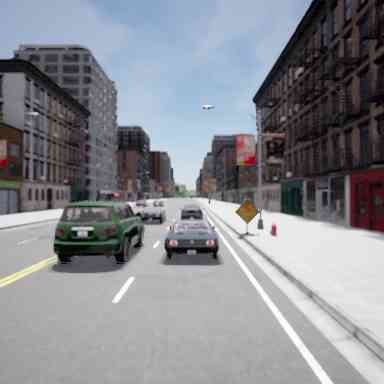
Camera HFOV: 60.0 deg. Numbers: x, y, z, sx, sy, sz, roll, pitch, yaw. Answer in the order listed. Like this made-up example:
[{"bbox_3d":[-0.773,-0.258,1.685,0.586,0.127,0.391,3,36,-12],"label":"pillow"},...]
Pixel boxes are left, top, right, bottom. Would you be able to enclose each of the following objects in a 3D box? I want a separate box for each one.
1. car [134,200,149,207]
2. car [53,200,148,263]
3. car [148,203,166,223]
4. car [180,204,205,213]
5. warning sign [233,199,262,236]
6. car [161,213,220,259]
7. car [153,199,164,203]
[{"bbox_3d":[-9.782,2.215,64.915,2.033,1.411,5.357,0,-1,0],"label":"car"},{"bbox_3d":[-3.247,1.355,12.590,2.150,2.045,5.566,0,0,0],"label":"car"},{"bbox_3d":[-3.246,1.891,28.248,1.895,1.301,4.718,0,-1,0],"label":"car"},{"bbox_3d":[0.008,1.799,28.502,1.837,1.490,4.892,0,0,0],"label":"car"},{"bbox_3d":[2.840,1.291,17.123,1.300,1.860,1.060,0,-1,0],"label":"warning sign"},{"bbox_3d":[0.010,1.738,13.259,1.895,1.301,4.718,0,-1,0],"label":"car"},{"bbox_3d":[-6.545,2.166,65.047,2.128,1.511,4.902,0,-1,1],"label":"car"}]
